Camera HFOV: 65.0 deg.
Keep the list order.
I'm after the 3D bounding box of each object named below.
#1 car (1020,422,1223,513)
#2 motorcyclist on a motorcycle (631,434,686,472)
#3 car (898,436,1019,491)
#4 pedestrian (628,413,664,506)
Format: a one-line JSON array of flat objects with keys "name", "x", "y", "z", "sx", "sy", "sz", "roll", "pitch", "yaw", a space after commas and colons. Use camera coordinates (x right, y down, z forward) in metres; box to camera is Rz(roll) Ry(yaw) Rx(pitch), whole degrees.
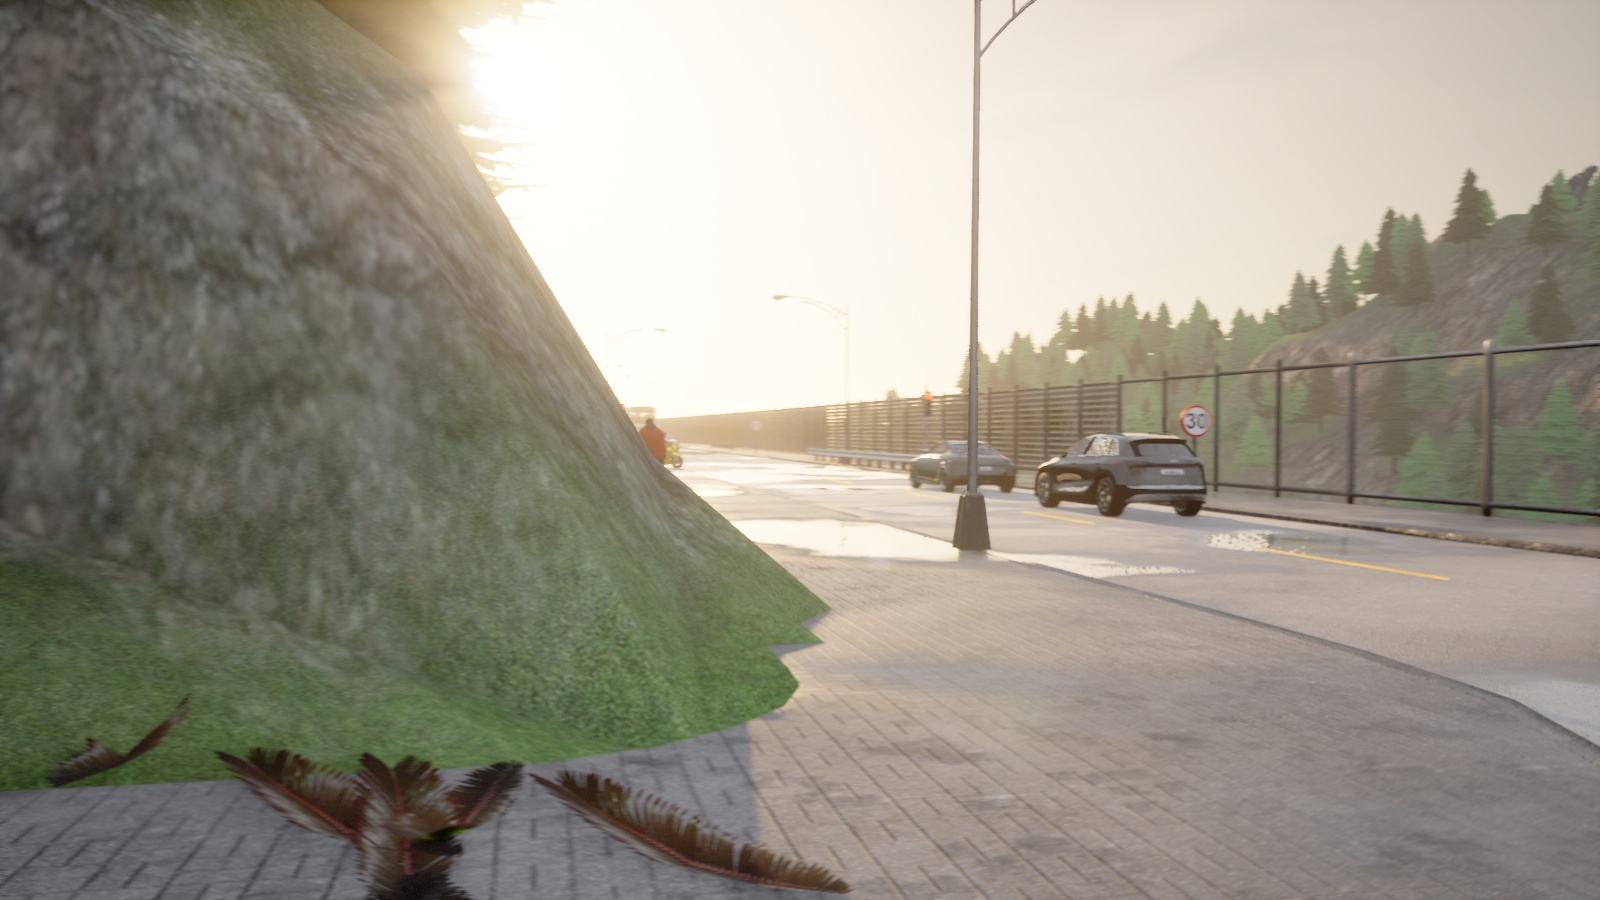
[{"name": "car", "x": 6.363, "y": 0.293, "z": 25.537, "sx": 2.033, "sy": 1.649, "sz": 4.856, "roll": -1, "pitch": 1, "yaw": -12}, {"name": "motorcyclist on a motorcycle", "x": -5.797, "y": 0.125, "z": 51.358, "sx": 2.044, "sy": 1.523, "sz": 0.797, "roll": 0, "pitch": 4, "yaw": 21}, {"name": "car", "x": 4.301, "y": 0.321, "z": 34.755, "sx": 1.994, "sy": 1.385, "sz": 4.181, "roll": -1, "pitch": 1, "yaw": -12}, {"name": "pedestrian", "x": -3.135, "y": 0.186, "z": 25.529, "sx": 0.634, "sy": 1.844, "sz": 0.899, "roll": -1, "pitch": 1, "yaw": -12}]
